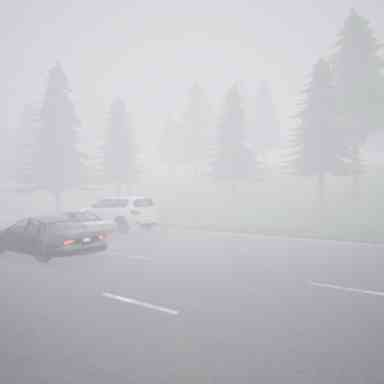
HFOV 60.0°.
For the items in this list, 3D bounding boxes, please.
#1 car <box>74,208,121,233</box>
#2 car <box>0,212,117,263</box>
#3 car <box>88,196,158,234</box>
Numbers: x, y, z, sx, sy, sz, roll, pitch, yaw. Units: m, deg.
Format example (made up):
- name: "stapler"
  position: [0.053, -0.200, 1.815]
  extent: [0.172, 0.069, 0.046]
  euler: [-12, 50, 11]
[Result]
- name: "car"
  position: [-6.078, 1.667, 16.922]
  extent: [4.718, 1.301, 1.895]
  euler: [0, 0, 36]
- name: "car"
  position: [-5.424, 1.599, 12.153]
  extent: [5.357, 1.411, 2.033]
  euler: [0, 0, 36]
- name: "car"
  position: [-4.588, 1.291, 20.159]
  extent: [5.566, 2.045, 2.150]
  euler: [0, 0, 36]
